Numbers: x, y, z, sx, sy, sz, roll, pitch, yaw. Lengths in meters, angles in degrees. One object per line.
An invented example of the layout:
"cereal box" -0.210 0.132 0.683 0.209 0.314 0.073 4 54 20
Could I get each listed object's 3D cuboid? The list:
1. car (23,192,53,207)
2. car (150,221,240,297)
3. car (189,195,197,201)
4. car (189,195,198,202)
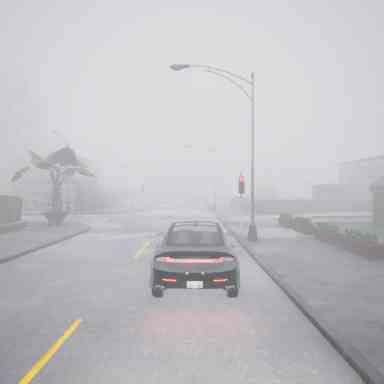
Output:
"car" -19.593 0.986 43.003 1.905 1.878 3.866 0 0 35
"car" 0.084 1.492 8.544 2.128 1.511 4.902 0 0 1
"car" 0.331 1.541 84.715 1.994 1.385 4.181 0 0 0
"car" 0.290 1.465 74.479 1.882 1.535 5.008 0 0 0
